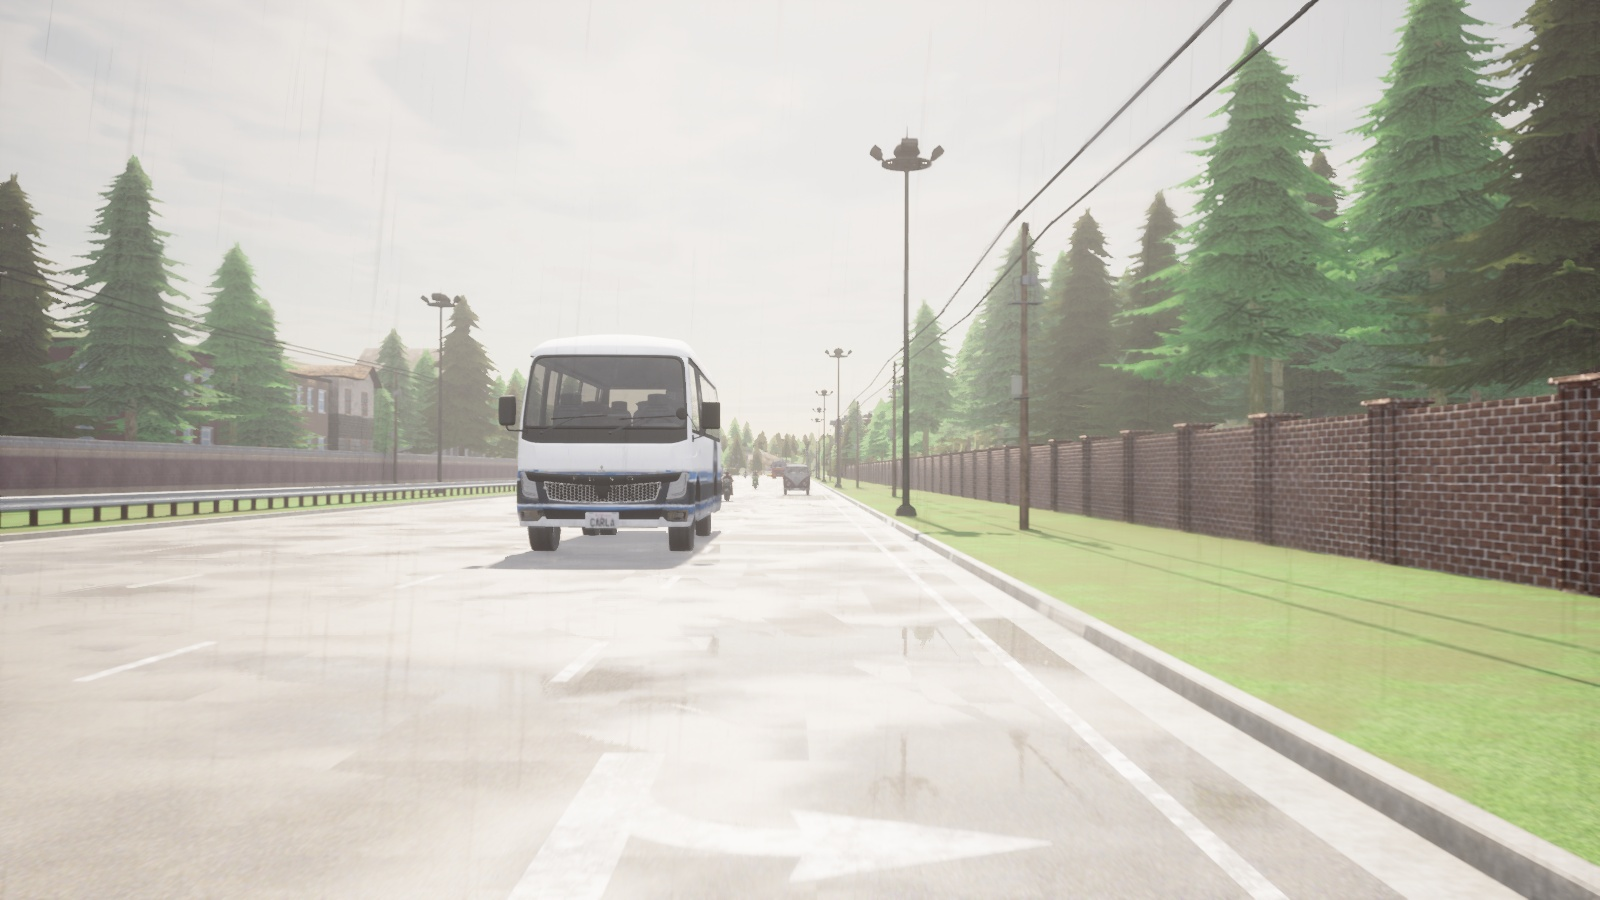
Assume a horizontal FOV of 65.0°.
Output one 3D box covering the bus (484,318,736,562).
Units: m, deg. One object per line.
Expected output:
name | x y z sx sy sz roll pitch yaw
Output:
bus | -3.592 -0.094 27.106 3.944 4.253 10.273 0 -1 0

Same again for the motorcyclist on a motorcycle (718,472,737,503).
motorcyclist on a motorcycle | -3.653 1.873 63.420 0.797 1.523 2.044 0 -1 0

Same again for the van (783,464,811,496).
van | -0.197 1.937 81.758 1.775 1.987 4.442 0 -1 0
